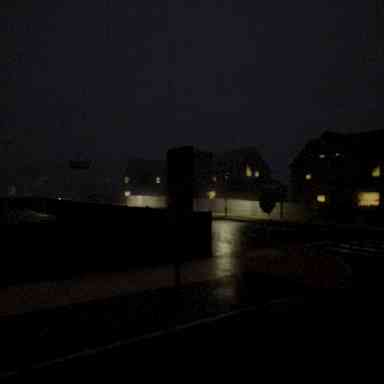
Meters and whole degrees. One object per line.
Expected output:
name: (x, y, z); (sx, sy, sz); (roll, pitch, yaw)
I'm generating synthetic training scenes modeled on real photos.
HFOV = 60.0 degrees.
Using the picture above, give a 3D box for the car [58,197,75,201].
car: (-17.961, 1.391, 47.121); (1.895, 1.301, 4.718); (1, 0, -36)
